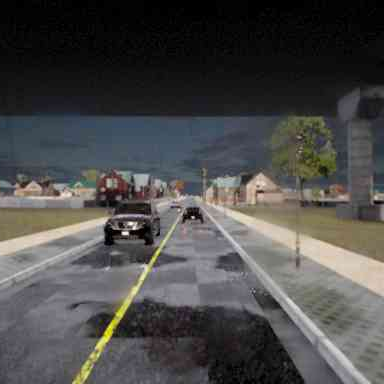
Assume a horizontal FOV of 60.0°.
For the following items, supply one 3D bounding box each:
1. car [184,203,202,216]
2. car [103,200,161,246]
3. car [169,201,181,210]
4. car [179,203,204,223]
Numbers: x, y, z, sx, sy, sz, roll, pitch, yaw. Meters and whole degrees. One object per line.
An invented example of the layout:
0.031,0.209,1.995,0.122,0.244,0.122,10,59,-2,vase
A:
0.070,2.087,40.378,2.033,1.411,5.357,0,-1,0,car
-2.847,1.452,16.994,2.150,2.045,5.566,0,-1,0,car
-2.802,2.303,57.451,2.033,1.411,5.357,0,-1,1,car
0.099,1.921,29.339,1.812,1.442,4.674,0,-1,0,car
